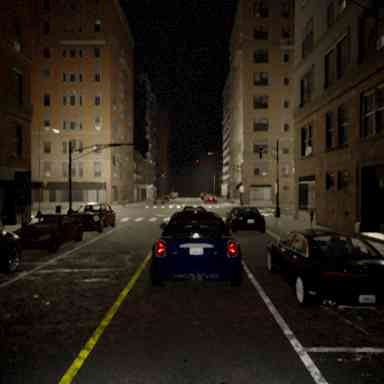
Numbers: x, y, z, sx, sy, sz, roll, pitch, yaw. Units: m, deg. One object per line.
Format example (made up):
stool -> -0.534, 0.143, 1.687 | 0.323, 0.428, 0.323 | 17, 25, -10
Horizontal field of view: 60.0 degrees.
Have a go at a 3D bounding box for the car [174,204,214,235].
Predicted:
car -> 0.121, 1.470, 18.721 | 1.994, 1.385, 4.181 | 0, 0, 1

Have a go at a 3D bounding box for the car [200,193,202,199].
car -> 3.182, 1.274, 66.552 | 2.008, 1.369, 4.403 | 0, 0, 0

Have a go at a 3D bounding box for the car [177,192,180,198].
car -> -5.185, 0.989, 93.641 | 2.192, 1.841, 5.009 | 0, 0, 0

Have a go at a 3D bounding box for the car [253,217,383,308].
car -> 2.886, 1.511, 7.643 | 2.008, 1.369, 4.403 | 0, 0, 0

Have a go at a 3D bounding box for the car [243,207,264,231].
car -> 2.931, 1.472, 18.645 | 1.947, 1.339, 4.313 | 0, 0, 0

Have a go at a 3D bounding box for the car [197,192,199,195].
car -> 3.340, 0.989, 93.596 | 2.192, 1.841, 5.009 | 0, 0, 0

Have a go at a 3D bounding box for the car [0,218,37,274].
car -> -5.639, 1.527, 7.678 | 1.947, 1.339, 4.313 | 0, 0, 0

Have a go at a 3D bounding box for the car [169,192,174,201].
car -> -5.343, 1.274, 66.599 | 2.008, 1.369, 4.403 | 0, 0, 0

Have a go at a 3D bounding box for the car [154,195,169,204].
car -> -5.408, 1.339, 55.783 | 1.802, 1.307, 4.206 | 0, 0, 0

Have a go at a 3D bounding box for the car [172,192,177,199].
car -> -5.249, 1.213, 82.655 | 1.752, 1.417, 4.829 | 0, 0, 0

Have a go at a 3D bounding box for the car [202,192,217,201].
car -> 3.117, 1.197, 55.734 | 1.967, 1.590, 4.097 | 0, 0, 0

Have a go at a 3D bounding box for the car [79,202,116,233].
car -> -5.595, 1.347, 18.680 | 1.967, 1.590, 4.097 | 0, 0, 0

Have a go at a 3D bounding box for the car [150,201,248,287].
car -> 0.114, 1.304, 9.373 | 2.097, 1.767, 4.553 | 0, 0, 0

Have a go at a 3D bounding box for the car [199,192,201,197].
car -> 3.245, 1.137, 77.370 | 1.967, 1.590, 4.097 | 0, 0, 0

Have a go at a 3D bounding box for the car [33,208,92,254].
car -> -5.617, 1.516, 13.179 | 1.802, 1.307, 4.206 | 0, 0, 0
